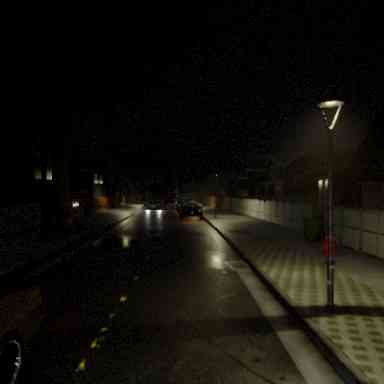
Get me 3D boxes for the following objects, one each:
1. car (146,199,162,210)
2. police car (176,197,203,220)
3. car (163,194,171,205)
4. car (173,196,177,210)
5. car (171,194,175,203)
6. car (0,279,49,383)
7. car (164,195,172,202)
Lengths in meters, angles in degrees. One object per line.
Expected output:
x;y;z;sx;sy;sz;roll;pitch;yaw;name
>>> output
-5.036;1.632;44.142;1.812;1.442;4.674;0;-1;-5;car
-0.134;1.463;29.107;1.930;1.638;5.238;0;0;-4;police car
-4.091;1.420;63.148;2.150;2.045;5.566;0;0;-6;car
-0.870;1.552;39.017;1.882;1.535;5.008;0;0;-5;car
-1.415;1.453;44.993;2.097;1.767;4.553;0;0;-6;car
-2.878;1.549;2.294;2.033;1.411;5.357;0;0;0;car
-5.840;1.607;80.167;1.882;1.535;5.008;0;0;-6;car
